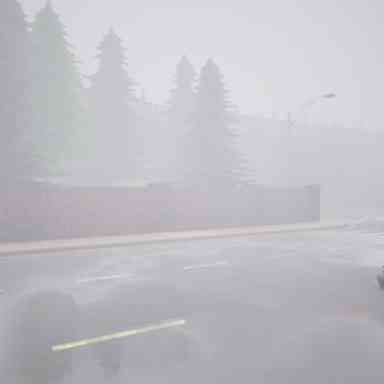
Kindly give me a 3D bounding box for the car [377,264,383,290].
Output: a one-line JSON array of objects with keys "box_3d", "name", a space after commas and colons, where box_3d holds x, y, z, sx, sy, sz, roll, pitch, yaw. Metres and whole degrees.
[{"box_3d": [6.300, 1.496, 7.042, 5.357, 1.411, 2.033, 0, 0, -28], "name": "car"}]
